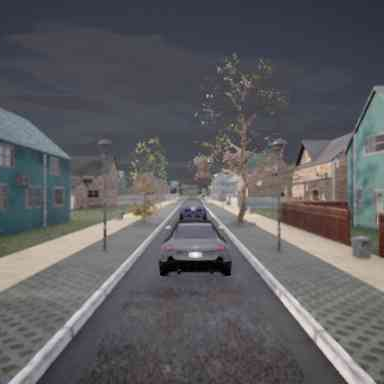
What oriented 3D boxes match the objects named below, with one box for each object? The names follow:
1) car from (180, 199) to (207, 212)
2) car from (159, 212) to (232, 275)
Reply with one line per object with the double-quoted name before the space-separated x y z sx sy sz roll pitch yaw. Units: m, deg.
"car" 0.092 1.326 27.281 2.097 1.767 4.553 0 0 0
"car" 0.090 1.552 10.418 1.994 1.385 4.181 0 0 0
